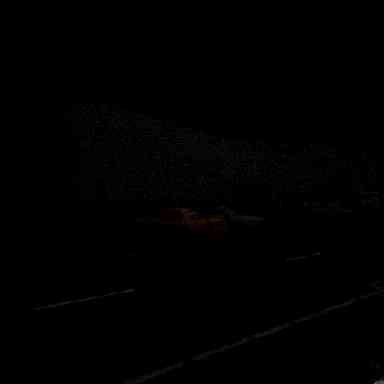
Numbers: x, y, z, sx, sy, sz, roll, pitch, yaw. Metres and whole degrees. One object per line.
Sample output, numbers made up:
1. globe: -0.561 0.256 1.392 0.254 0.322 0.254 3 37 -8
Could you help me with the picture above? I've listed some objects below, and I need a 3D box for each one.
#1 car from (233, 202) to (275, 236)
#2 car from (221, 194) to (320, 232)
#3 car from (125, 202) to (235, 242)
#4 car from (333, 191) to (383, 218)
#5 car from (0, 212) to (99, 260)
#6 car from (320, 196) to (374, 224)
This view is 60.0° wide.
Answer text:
1. car: 1.698 1.445 17.781 4.674 1.452 2.002 -1 -1 35
2. car: 4.171 1.127 19.509 5.566 2.045 2.435 -1 -1 35
3. car: -0.903 1.431 16.135 5.366 1.575 1.946 -1 0 35
4. car: 11.455 1.007 24.760 5.566 2.045 2.435 -1 0 35
5. car: -5.613 1.504 12.538 4.792 1.488 2.163 -1 -1 35
6. car: 9.190 1.296 22.901 5.366 1.575 1.946 -1 -1 35
